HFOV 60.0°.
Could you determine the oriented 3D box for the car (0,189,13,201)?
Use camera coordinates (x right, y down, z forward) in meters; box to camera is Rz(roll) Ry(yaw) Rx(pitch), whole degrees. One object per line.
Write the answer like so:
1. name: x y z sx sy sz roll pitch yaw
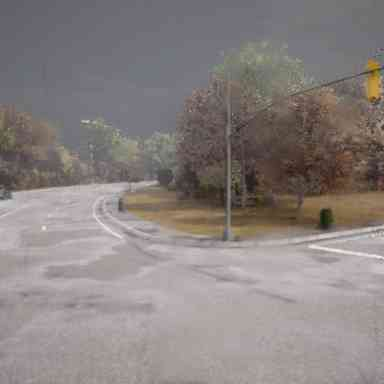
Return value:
1. car: -24.264 0.383 41.950 1.994 1.385 4.181 0 3 -10
